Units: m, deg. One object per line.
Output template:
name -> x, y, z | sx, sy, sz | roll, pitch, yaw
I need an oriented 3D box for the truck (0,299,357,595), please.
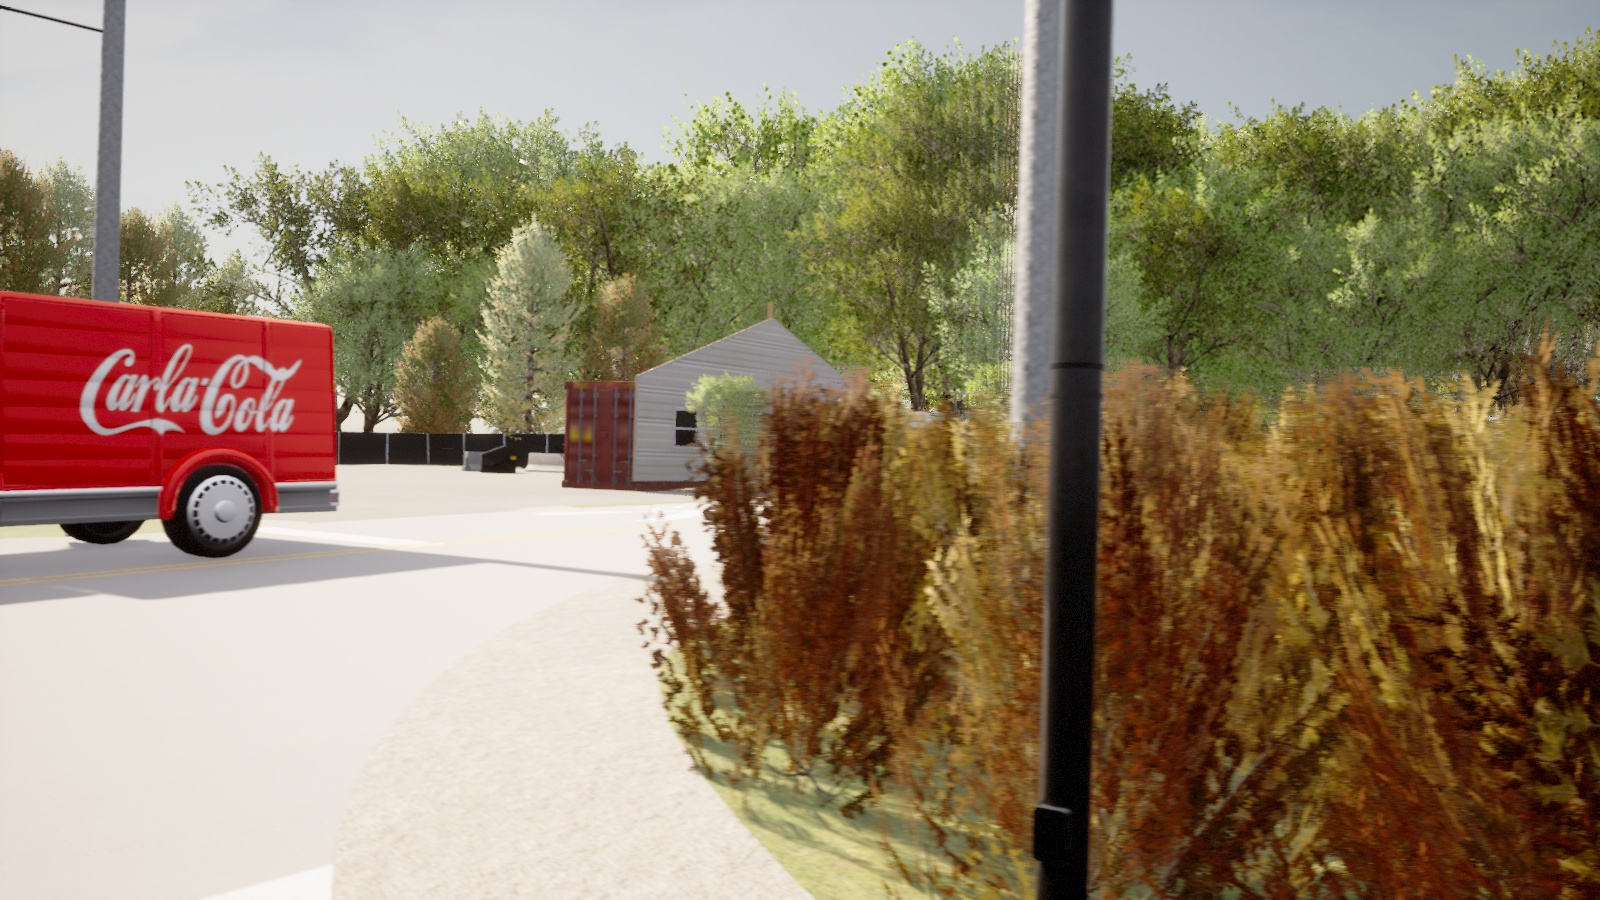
truck -> -7.272, -0.043, 11.944 | 2.627, 2.467, 5.204 | 0, 1, 34
